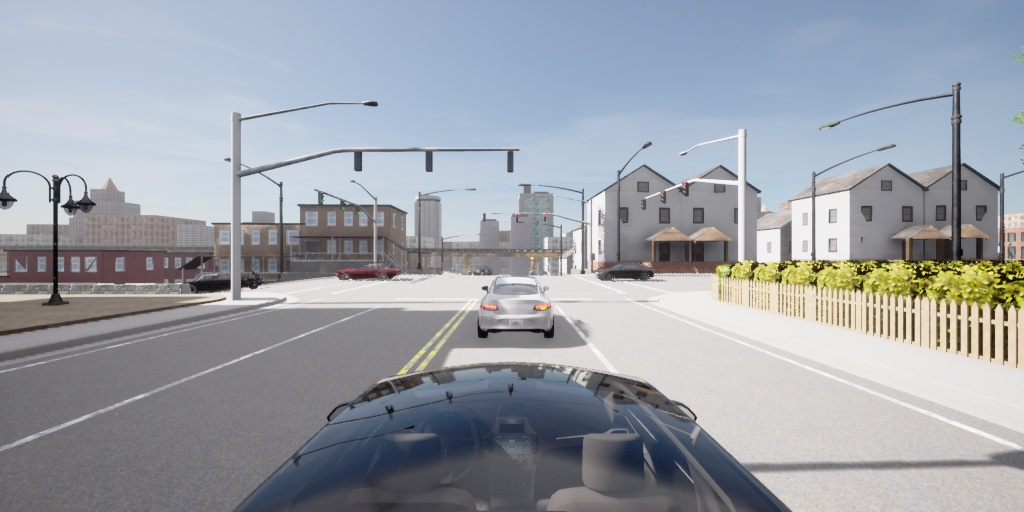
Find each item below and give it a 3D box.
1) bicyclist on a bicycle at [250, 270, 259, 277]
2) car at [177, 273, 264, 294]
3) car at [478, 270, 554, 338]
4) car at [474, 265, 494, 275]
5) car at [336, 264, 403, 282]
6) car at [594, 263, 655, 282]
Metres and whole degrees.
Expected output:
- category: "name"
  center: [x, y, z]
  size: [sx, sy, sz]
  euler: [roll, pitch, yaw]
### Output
- category: "bicyclist on a bicycle"
  center: [-25.562, 2.214, 35.616]
  size: [0.582, 1.620, 1.656]
  euler: [-8, 0, 0]
- category: "car"
  center: [-19.972, 1.845, 24.729]
  size: [4.718, 1.301, 1.895]
  euler: [-4, 0, -1]
- category: "car"
  center: [0.103, 1.276, 10.034]
  size: [1.812, 1.442, 4.674]
  euler: [0, 0, 0]
- category: "car"
  center: [-3.512, 2.162, 45.275]
  size: [2.150, 2.045, 5.566]
  euler: [0, -9, 0]
- category: "car"
  center: [-11.328, 1.312, 28.518]
  size: [4.718, 1.301, 1.895]
  euler: [-1, 0, -1]
- category: "car"
  center: [8.950, 1.280, 28.648]
  size: [4.674, 1.442, 1.812]
  euler: [0, 0, -3]
